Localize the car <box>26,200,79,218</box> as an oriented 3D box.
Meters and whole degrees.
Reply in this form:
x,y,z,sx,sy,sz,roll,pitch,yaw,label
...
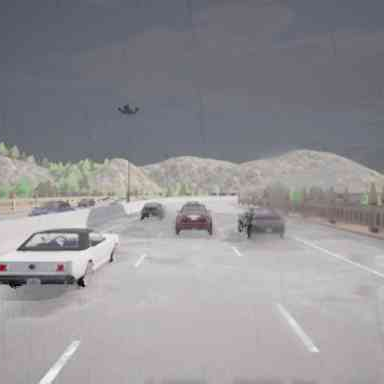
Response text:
x,y,z,sx,sy,sz,roll,pitch,yaw,label
-10.579,1.495,25.126,2.097,1.767,4.553,0,0,0,car

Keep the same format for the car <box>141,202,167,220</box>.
x,y,z,sx,sy,sz,roll,pitch,yaw,label
-3.384,1.675,29.712,1.837,1.490,4.892,0,0,0,car

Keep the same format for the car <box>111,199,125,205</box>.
x,y,z,sx,sy,sz,roll,pitch,yaw,label
-13.968,2.013,62.696,1.895,1.301,4.718,0,0,0,car

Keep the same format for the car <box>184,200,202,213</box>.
x,y,z,sx,sy,sz,roll,pitch,yaw,label
0.121,1.782,40.968,2.033,1.411,5.357,0,0,0,car

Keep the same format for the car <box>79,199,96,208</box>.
x,y,z,sx,sy,sz,roll,pitch,yaw,label
-17.479,1.880,55.462,1.994,1.385,4.181,0,0,0,car

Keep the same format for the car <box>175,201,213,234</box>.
x,y,z,sx,sy,sz,roll,pitch,yaw,label
0.110,1.468,20.103,2.097,1.767,4.553,0,0,0,car

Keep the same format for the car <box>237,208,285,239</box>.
x,y,z,sx,sy,sz,roll,pitch,yaw,label
3.610,1.595,17.951,2.128,1.511,4.902,0,0,0,car

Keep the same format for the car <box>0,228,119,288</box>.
x,y,z,sx,sy,sz,roll,pitch,yaw,label
-3.402,1.655,9.371,1.895,1.301,4.718,0,0,0,car
